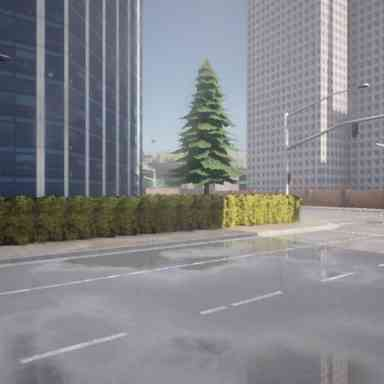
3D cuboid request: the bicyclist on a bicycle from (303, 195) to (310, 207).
[{"bbox_3d":[16.302,1.301,47.409,1.656,1.620,0.582,0,0,-35],"label":"bicyclist on a bicycle"}]
